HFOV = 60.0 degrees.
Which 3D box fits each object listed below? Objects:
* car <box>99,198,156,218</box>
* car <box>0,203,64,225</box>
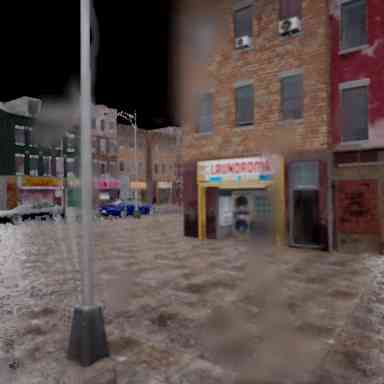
[{"bbox_3d":[-4.949,1.227,26.128,1.882,1.535,5.008,-1,0,35],"label":"car"},{"bbox_3d":[-10.787,1.400,22.467,1.947,1.339,4.313,0,0,35],"label":"car"}]
